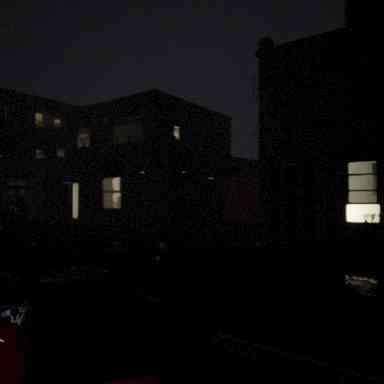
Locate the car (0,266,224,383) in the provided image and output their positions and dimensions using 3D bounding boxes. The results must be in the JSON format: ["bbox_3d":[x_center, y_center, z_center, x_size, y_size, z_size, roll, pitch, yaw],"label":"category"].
[{"bbox_3d":[-1.628,1.600,4.040,4.206,1.307,1.802,0,0,36],"label":"car"}]
